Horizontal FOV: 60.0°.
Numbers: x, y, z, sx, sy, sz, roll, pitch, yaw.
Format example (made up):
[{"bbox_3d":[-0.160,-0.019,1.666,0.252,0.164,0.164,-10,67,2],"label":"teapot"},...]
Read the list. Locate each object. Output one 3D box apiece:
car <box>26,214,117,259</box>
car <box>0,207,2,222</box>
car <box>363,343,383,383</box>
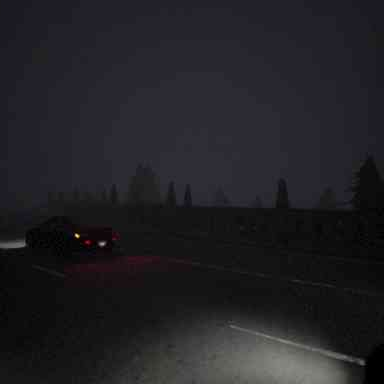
[{"bbox_3d":[-4.723,1.569,12.832,4.674,1.442,1.812,0,0,43],"label":"car"},{"bbox_3d":[-16.338,1.595,26.430,2.128,1.511,4.902,0,0,-35],"label":"car"},{"bbox_3d":[3.452,1.523,1.658,4.674,1.442,1.812,0,0,34],"label":"car"}]
